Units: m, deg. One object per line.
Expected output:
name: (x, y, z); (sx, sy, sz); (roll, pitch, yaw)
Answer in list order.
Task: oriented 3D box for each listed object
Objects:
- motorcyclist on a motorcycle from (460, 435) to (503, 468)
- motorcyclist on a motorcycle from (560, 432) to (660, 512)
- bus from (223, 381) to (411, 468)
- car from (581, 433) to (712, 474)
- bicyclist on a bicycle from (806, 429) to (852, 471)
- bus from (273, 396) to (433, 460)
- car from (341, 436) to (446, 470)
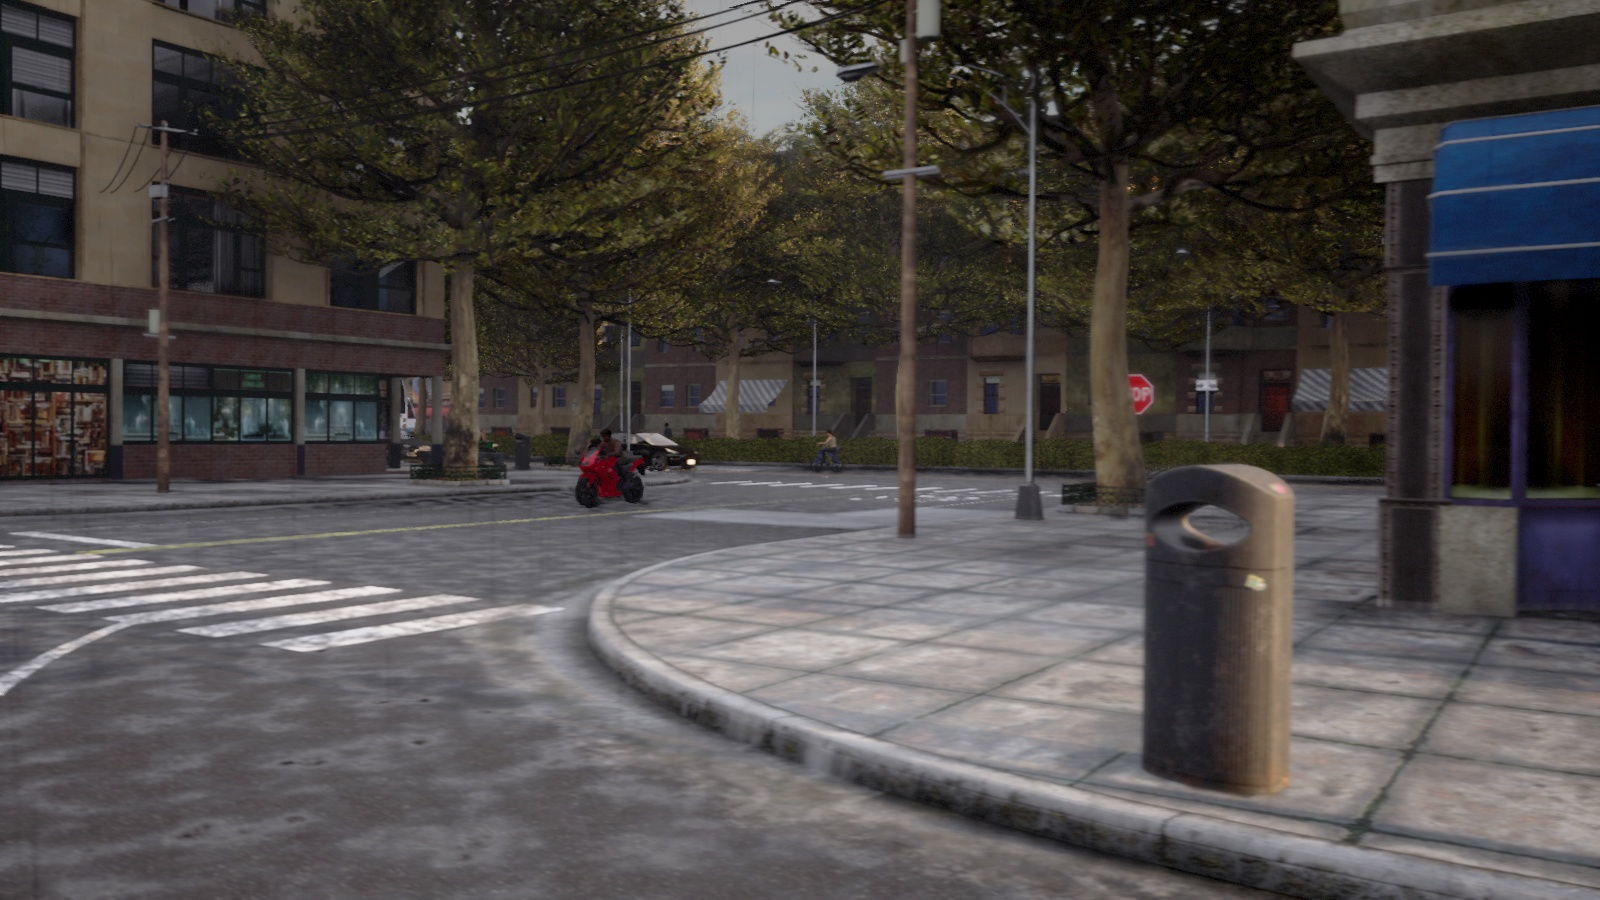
motorcyclist on a motorcycle: (-14.966, 0.047, 58.985); (2.044, 1.523, 0.797); (0, 1, 33)
motorcyclist on a motorcycle: (-3.745, 0.408, 24.919); (0.797, 1.523, 2.044); (0, 1, 33)
bus: (-25.409, -1.309, 65.833); (10.273, 4.253, 3.944); (0, 1, 34)
car: (-6.019, 0.120, 48.925); (4.792, 1.488, 2.163); (0, 1, 34)
bicyclist on a bicycle: (1.115, -0.002, 48.404); (1.509, 1.612, 0.866); (0, 1, 33)
bus: (-31.451, -1.569, 88.978); (3.944, 4.253, 10.273); (0, 1, 34)
car: (-18.521, 0.128, 57.139); (4.892, 1.490, 1.837); (0, 1, 33)
